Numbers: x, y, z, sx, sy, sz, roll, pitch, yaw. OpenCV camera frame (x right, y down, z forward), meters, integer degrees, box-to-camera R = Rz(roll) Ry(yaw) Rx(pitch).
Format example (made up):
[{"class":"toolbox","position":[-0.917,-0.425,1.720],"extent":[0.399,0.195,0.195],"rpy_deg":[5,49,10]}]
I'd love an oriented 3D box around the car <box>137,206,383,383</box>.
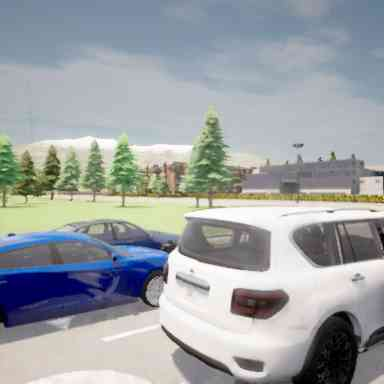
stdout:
[{"class":"car","position":[2.171,1.244,5.294],"extent":[5.566,2.045,2.150],"rpy_deg":[0,0,-35]}]

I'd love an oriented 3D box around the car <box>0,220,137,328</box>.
[{"class":"car","position":[-2.474,1.485,6.280],"extent":[5.008,1.535,1.882],"rpy_deg":[0,0,-35]}]

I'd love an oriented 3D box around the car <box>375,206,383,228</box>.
[{"class":"car","position":[14.613,1.685,22.764],"extent":[4.181,1.385,1.994],"rpy_deg":[0,0,-35]}]

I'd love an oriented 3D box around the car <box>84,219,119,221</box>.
[{"class":"car","position":[-2.626,1.566,10.470],"extent":[5.357,1.411,2.033],"rpy_deg":[0,0,-35]}]
